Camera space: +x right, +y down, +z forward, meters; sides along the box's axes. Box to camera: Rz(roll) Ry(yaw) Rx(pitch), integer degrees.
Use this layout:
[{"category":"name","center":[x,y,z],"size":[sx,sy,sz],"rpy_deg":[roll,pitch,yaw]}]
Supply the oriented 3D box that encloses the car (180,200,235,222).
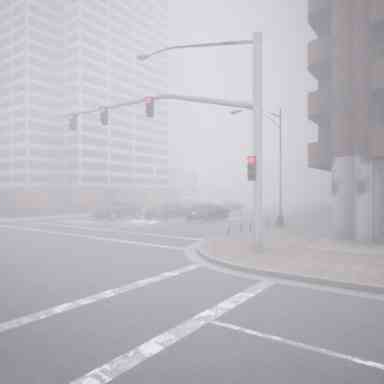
[{"category":"car","center":[1.309,1.560,26.365],"size":[1.994,1.385,4.181],"rpy_deg":[0,0,36]}]

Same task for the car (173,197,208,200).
[{"category":"car","center":[-0.474,1.559,36.265],"size":[1.994,1.385,4.181],"rpy_deg":[0,0,35]}]

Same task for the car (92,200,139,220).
[{"category":"car","center":[-6.192,1.500,28.138],"size":[1.837,1.490,4.892],"rpy_deg":[0,0,35]}]

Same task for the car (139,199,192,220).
[{"category":"car","center":[-2.082,1.560,27.899],"size":[1.994,1.385,4.181],"rpy_deg":[0,0,35]}]

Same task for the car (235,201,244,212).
[{"category":"car","center":[3.788,1.596,36.235],"size":[1.895,1.301,4.718],"rpy_deg":[0,0,35]}]
